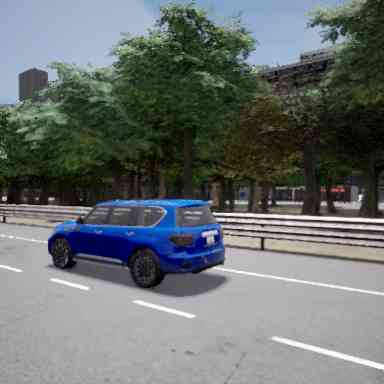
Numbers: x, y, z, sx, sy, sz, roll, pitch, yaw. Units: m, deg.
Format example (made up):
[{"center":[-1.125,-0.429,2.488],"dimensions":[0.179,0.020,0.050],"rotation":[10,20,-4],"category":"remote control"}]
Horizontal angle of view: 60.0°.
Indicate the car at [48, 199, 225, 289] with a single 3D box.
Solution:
[{"center":[-1.747,1.231,9.415],"dimensions":[5.566,2.045,2.150],"rotation":[0,0,36],"category":"car"}]
